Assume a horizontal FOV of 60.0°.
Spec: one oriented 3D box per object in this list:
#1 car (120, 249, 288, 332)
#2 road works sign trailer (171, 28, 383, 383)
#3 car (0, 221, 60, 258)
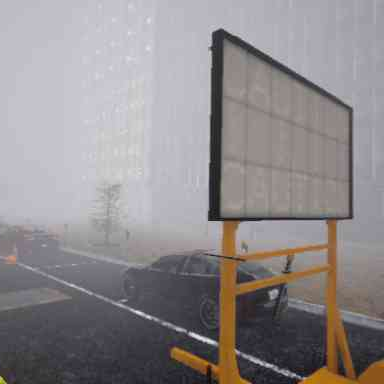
[{"bbox_3d":[0.072,1.980,7.669,1.947,1.339,4.313,3,-4,-44],"label":"car"},{"bbox_3d":[0.802,0.663,3.187,2.380,3.560,2.880,4,-4,-44],"label":"road works sign trailer"},{"bbox_3d":[-7.833,2.188,15.720,1.887,1.381,4.507,3,-4,-44],"label":"car"}]
